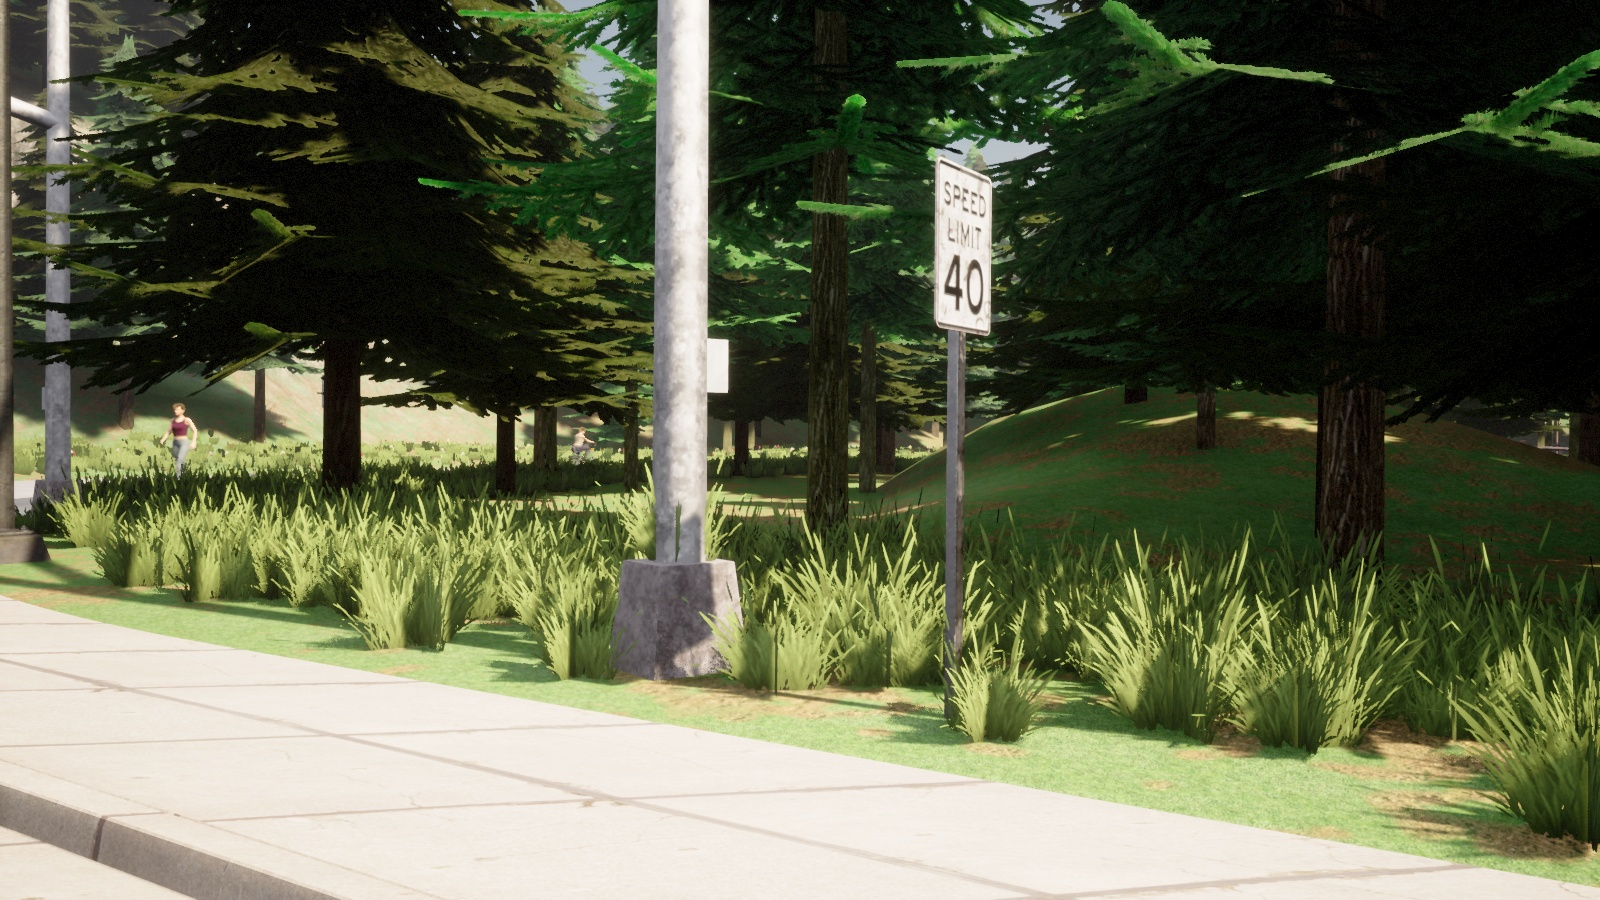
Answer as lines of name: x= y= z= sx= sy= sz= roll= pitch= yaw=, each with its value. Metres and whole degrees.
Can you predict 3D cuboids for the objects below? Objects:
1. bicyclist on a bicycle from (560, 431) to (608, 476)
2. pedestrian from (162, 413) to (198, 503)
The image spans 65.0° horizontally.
bicyclist on a bicycle: x=-7.808 y=0.118 z=45.472 sx=0.866 sy=1.612 sz=1.509 roll=1 pitch=1 yaw=37
pedestrian: x=-12.782 y=0.156 z=25.895 sx=0.345 sy=1.836 sz=0.594 roll=0 pitch=1 yaw=14
